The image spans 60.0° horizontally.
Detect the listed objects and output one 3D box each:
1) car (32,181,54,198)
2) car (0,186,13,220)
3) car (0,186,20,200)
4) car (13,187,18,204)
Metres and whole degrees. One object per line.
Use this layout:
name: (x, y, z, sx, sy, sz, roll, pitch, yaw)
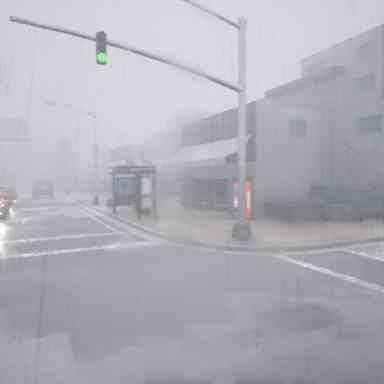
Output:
car: (-18.230, -0.376, 40.680, 2.150, 2.045, 5.566, -1, 3, -26)
car: (-11.509, 0.599, 18.689, 2.097, 1.767, 4.553, -1, 3, -26)
car: (-20.718, 0.082, 37.578, 2.033, 1.411, 5.357, -1, 3, -26)
car: (-16.082, 0.387, 28.009, 2.128, 1.511, 4.902, -1, 3, -26)
